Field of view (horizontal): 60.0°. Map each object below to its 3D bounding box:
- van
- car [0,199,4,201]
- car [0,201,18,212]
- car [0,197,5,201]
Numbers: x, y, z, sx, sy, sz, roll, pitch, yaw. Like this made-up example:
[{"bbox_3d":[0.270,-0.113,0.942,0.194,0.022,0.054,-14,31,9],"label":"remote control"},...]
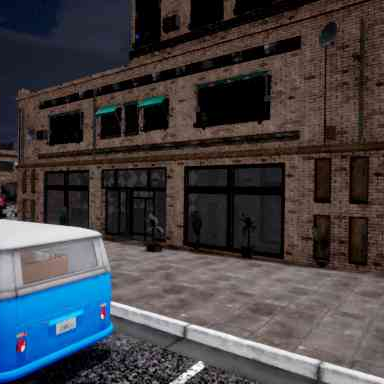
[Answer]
[{"bbox_3d":[-2.989,1.340,4.993,3.998,1.788,1.690,0,1,36],"label":"van"},{"bbox_3d":[-21.779,1.684,33.341,1.994,1.385,4.181,1,0,36],"label":"car"},{"bbox_3d":[-16.117,1.793,31.264,1.947,1.339,4.313,0,0,36],"label":"car"},{"bbox_3d":[-22.870,1.411,36.222,2.192,1.841,5.009,0,0,36],"label":"car"}]
